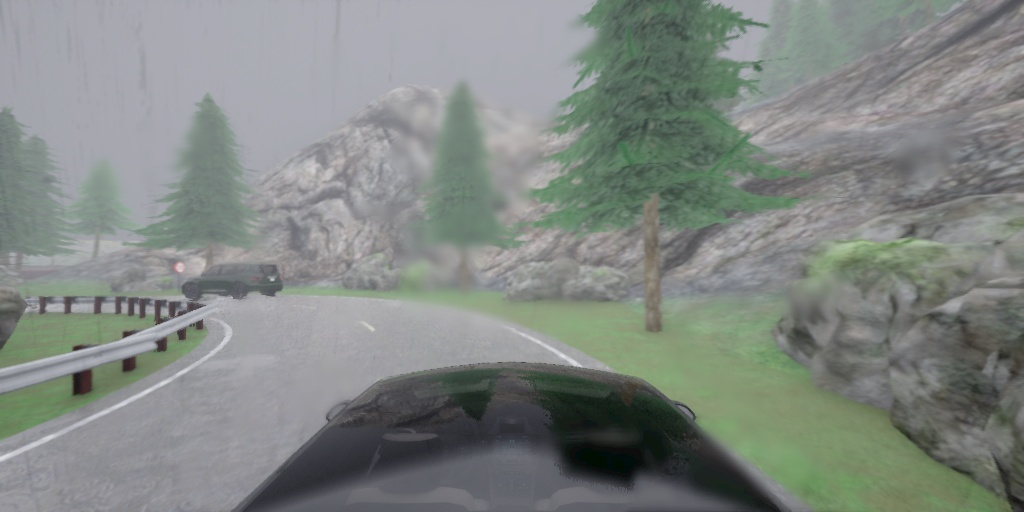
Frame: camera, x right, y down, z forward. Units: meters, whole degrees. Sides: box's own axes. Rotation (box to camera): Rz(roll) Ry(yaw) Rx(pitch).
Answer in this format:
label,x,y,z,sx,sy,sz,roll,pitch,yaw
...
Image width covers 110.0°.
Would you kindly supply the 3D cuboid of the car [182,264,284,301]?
label,x,y,z,sx,sy,sz,roll,pitch,yaw
car,-16.353,1.487,21.110,5.566,2.045,2.150,-1,-1,12
